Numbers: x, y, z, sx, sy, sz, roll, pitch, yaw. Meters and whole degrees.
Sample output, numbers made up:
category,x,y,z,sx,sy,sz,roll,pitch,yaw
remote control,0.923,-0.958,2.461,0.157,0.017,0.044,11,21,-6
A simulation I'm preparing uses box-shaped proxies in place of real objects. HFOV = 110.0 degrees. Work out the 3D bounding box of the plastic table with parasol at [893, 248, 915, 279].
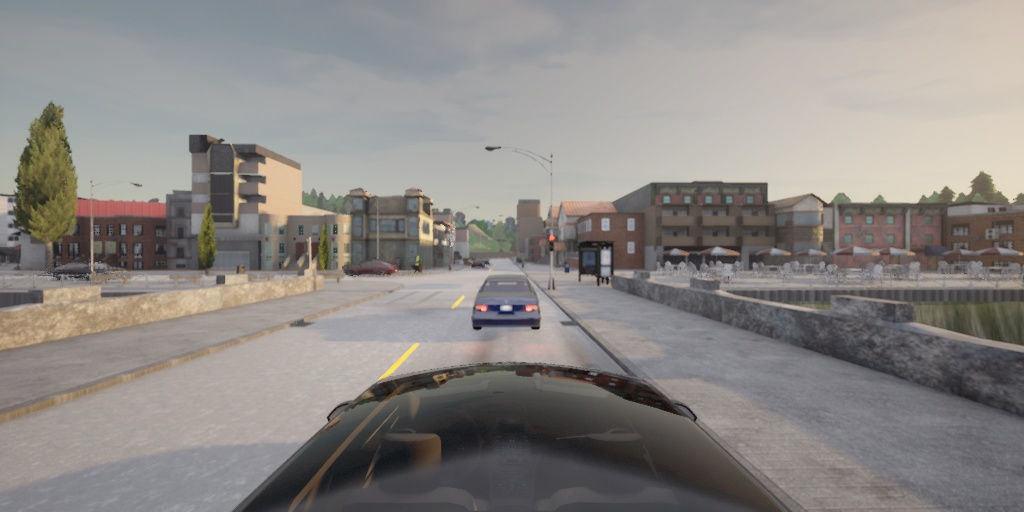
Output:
category,x,y,z,sx,sy,sz,roll,pitch,yaw
plastic table with parasol,29.966,0.579,28.442,2.482,2.480,2.482,0,0,-1

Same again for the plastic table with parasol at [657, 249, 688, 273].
category,x,y,z,sx,sy,sz,roll,pitch,yaw
plastic table with parasol,15.276,0.565,33.563,2.482,2.480,2.482,0,0,-1

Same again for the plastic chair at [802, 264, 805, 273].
category,x,y,z,sx,sy,sz,roll,pitch,yaw
plastic chair,28.121,1.160,35.528,0.730,1.272,0.750,0,0,-1

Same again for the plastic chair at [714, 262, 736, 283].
category,x,y,z,sx,sy,sz,roll,pitch,yaw
plastic chair,14.529,1.200,24.467,0.750,1.272,0.730,0,0,-1

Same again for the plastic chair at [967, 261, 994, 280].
category,x,y,z,sx,sy,sz,roll,pitch,yaw
plastic chair,36.134,1.184,27.678,0.730,1.272,0.750,0,0,-1

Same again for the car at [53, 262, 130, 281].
category,x,y,z,sx,sy,sz,roll,pitch,yaw
car,-33.171,1.191,28.314,4.674,1.442,1.812,0,0,-1

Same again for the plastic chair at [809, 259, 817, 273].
category,x,y,z,sx,sy,sz,roll,pitch,yaw
plastic chair,29.247,1.164,34.150,0.750,1.272,0.730,0,0,-1

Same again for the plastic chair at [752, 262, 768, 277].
category,x,y,z,sx,sy,sz,roll,pitch,yaw
plastic chair,21.112,1.177,30.694,0.730,1.272,0.750,0,0,-1

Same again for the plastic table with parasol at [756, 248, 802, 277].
category,x,y,z,sx,sy,sz,roll,pitch,yaw
plastic table with parasol,22.312,0.573,30.667,2.482,2.480,2.482,0,0,-1

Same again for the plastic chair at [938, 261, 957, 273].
category,x,y,z,sx,sy,sz,roll,pitch,yaw
plastic chair,44.797,1.152,36.947,0.730,1.272,0.750,0,0,-1

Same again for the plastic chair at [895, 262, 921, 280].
category,x,y,z,sx,sy,sz,roll,pitch,yaw
plastic chair,29.981,1.188,27.162,0.750,1.272,0.730,0,0,-1

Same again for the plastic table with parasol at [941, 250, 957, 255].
category,x,y,z,sx,sy,sz,roll,pitch,yaw
plastic table with parasol,45.999,0.548,36.850,2.482,2.480,2.482,0,0,-1

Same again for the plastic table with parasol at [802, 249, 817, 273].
category,x,y,z,sx,sy,sz,roll,pitch,yaw
plastic table with parasol,29.550,0.555,35.526,2.482,2.480,2.482,0,0,-1

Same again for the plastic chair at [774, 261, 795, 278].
category,x,y,z,sx,sy,sz,roll,pitch,yaw
plastic chair,22.238,1.182,29.315,0.750,1.272,0.730,0,0,-1

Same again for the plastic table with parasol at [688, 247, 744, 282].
category,x,y,z,sx,sy,sz,roll,pitch,yaw
plastic table with parasol,14.675,0.591,25.730,2.482,2.480,2.482,0,0,-1

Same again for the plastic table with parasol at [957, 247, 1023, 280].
category,x,y,z,sx,sy,sz,roll,pitch,yaw
plastic table with parasol,37.263,0.581,27.611,2.482,2.480,2.482,0,0,-1

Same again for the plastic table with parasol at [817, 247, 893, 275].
category,x,y,z,sx,sy,sz,roll,pitch,yaw
plastic table with parasol,23.330,0.594,24.485,2.482,2.480,2.482,0,0,-1

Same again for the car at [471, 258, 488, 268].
category,x,y,z,sx,sy,sz,roll,pitch,yaw
car,-5.125,1.174,53.988,1.895,1.301,4.718,0,0,-1

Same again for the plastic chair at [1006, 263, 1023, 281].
category,x,y,z,sx,sy,sz,roll,pitch,yaw
plastic chair,37.298,1.189,26.302,0.750,1.272,0.730,0,0,-1

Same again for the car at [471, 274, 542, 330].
category,x,y,z,sx,sy,sz,roll,pitch,yaw
car,-0.155,1.266,10.954,2.033,1.411,5.357,0,0,0

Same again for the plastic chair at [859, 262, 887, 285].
category,x,y,z,sx,sy,sz,roll,pitch,yaw
plastic chair,23.256,1.202,23.133,0.750,1.272,0.730,0,0,-1

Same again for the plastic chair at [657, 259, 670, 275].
category,x,y,z,sx,sy,sz,roll,pitch,yaw
plastic chair,14.054,1.168,33.660,0.730,1.272,0.750,0,0,-1

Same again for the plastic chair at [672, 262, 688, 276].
category,x,y,z,sx,sy,sz,roll,pitch,yaw
plastic chair,15.180,1.173,32.281,0.750,1.272,0.730,0,0,-1

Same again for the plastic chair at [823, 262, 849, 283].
category,x,y,z,sx,sy,sz,roll,pitch,yaw
plastic chair,22.130,1.198,24.512,0.730,1.272,0.750,0,0,-1

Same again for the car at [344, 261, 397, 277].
category,x,y,z,sx,sy,sz,roll,pitch,yaw
car,-12.964,1.172,32.959,4.674,1.442,1.812,0,0,0

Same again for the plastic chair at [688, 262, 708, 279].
category,x,y,z,sx,sy,sz,roll,pitch,yaw
plastic chair,13.403,1.195,25.846,0.730,1.272,0.750,0,0,-1
